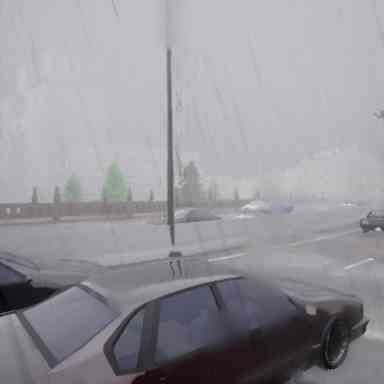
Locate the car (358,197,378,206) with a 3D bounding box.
[{"bbox_3d":[26.128,1.720,49.016,1.994,1.385,4.181,0,0,38],"label":"car"}]

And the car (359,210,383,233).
[{"bbox_3d":[11.209,1.647,18.953,1.895,1.301,4.718,0,0,43],"label":"car"}]

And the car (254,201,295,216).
[{"bbox_3d":[8.270,1.607,31.963,1.882,1.535,5.008,0,0,38],"label":"car"}]

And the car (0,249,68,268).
[{"bbox_3d":[-3.912,1.574,5.356,5.357,1.411,2.033,0,0,-36],"label":"car"}]

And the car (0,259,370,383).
[{"bbox_3d":[-0.018,1.562,3.910,5.357,1.411,2.033,0,0,-38],"label":"car"}]

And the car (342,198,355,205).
[{"bbox_3d":[31.920,1.848,67.682,1.994,1.385,4.181,0,-1,38],"label":"car"}]

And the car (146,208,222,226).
[{"bbox_3d":[-0.295,1.596,17.621,4.674,1.442,1.812,0,0,-43],"label":"car"}]

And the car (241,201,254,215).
[{"bbox_3d":[7.107,1.683,36.132,1.812,1.442,4.674,0,0,38],"label":"car"}]
